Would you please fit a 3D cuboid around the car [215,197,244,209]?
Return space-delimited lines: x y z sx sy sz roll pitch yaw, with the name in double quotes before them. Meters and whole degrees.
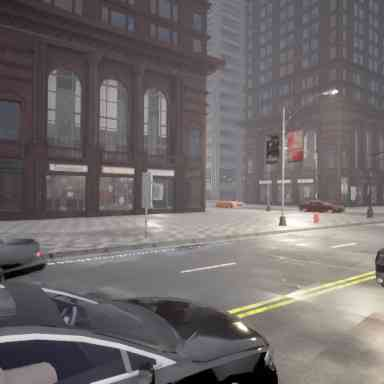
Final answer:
"car" 5.453 1.594 48.469 2.097 1.767 4.553 1 -1 -34

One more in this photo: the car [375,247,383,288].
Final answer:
"car" 6.198 1.516 7.843 4.892 1.490 1.837 0 0 -35

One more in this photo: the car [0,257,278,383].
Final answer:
"car" -1.421 1.492 2.426 4.902 1.511 2.128 0 0 -35

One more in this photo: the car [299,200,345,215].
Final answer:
"car" 14.099 1.651 36.277 1.882 1.535 5.008 1 -1 -35

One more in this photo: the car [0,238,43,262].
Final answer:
"car" -6.141 1.548 7.292 5.357 1.411 2.033 0 0 -35
